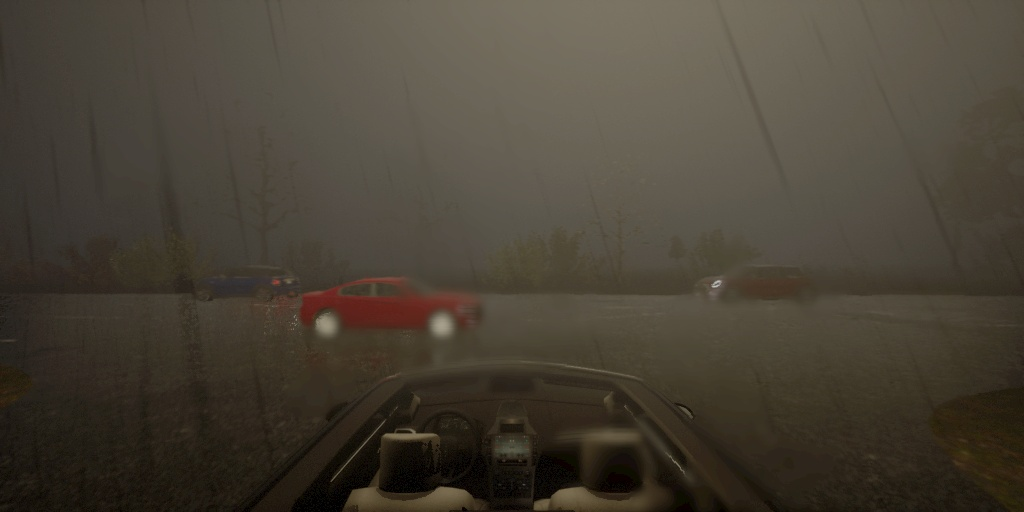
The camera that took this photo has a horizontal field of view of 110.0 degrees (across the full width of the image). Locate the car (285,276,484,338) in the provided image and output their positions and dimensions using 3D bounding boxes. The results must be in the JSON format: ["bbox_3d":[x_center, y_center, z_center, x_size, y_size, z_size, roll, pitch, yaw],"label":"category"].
[{"bbox_3d":[-3.301,1.346,10.132,5.008,1.535,1.882,0,-1,5],"label":"car"}]

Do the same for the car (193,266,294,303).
[{"bbox_3d":[-13.153,1.331,17.909,4.553,1.767,2.097,0,0,4],"label":"car"}]

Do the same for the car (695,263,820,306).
[{"bbox_3d":[10.763,1.198,16.055,4.553,1.767,2.097,0,-1,4],"label":"car"}]
